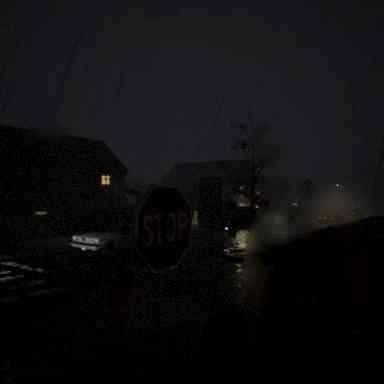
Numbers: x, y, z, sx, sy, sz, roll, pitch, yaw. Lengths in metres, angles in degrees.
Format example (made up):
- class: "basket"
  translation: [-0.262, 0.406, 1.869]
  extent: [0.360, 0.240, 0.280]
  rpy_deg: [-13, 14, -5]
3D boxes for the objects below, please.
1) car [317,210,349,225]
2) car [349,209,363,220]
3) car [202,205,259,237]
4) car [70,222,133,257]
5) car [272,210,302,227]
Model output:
- class: "car"
  translation: [15.348, 2.859, 36.695]
  extent: [2.033, 1.411, 5.357]
  rpy_deg: [0, -2, 36]
- class: "car"
  translation: [23.705, 3.252, 48.562]
  extent: [2.128, 1.511, 4.902]
  rpy_deg: [0, -2, 35]
- class: "car"
  translation: [2.986, 2.018, 24.264]
  extent: [2.150, 2.045, 5.566]
  rpy_deg: [0, -2, 35]
- class: "car"
  translation: [-3.197, 2.088, 15.493]
  extent: [1.895, 1.301, 4.718]
  rpy_deg: [0, -2, 35]
- class: "car"
  translation: [9.729, 2.635, 33.810]
  extent: [2.128, 1.511, 4.902]
  rpy_deg: [0, -2, 35]
